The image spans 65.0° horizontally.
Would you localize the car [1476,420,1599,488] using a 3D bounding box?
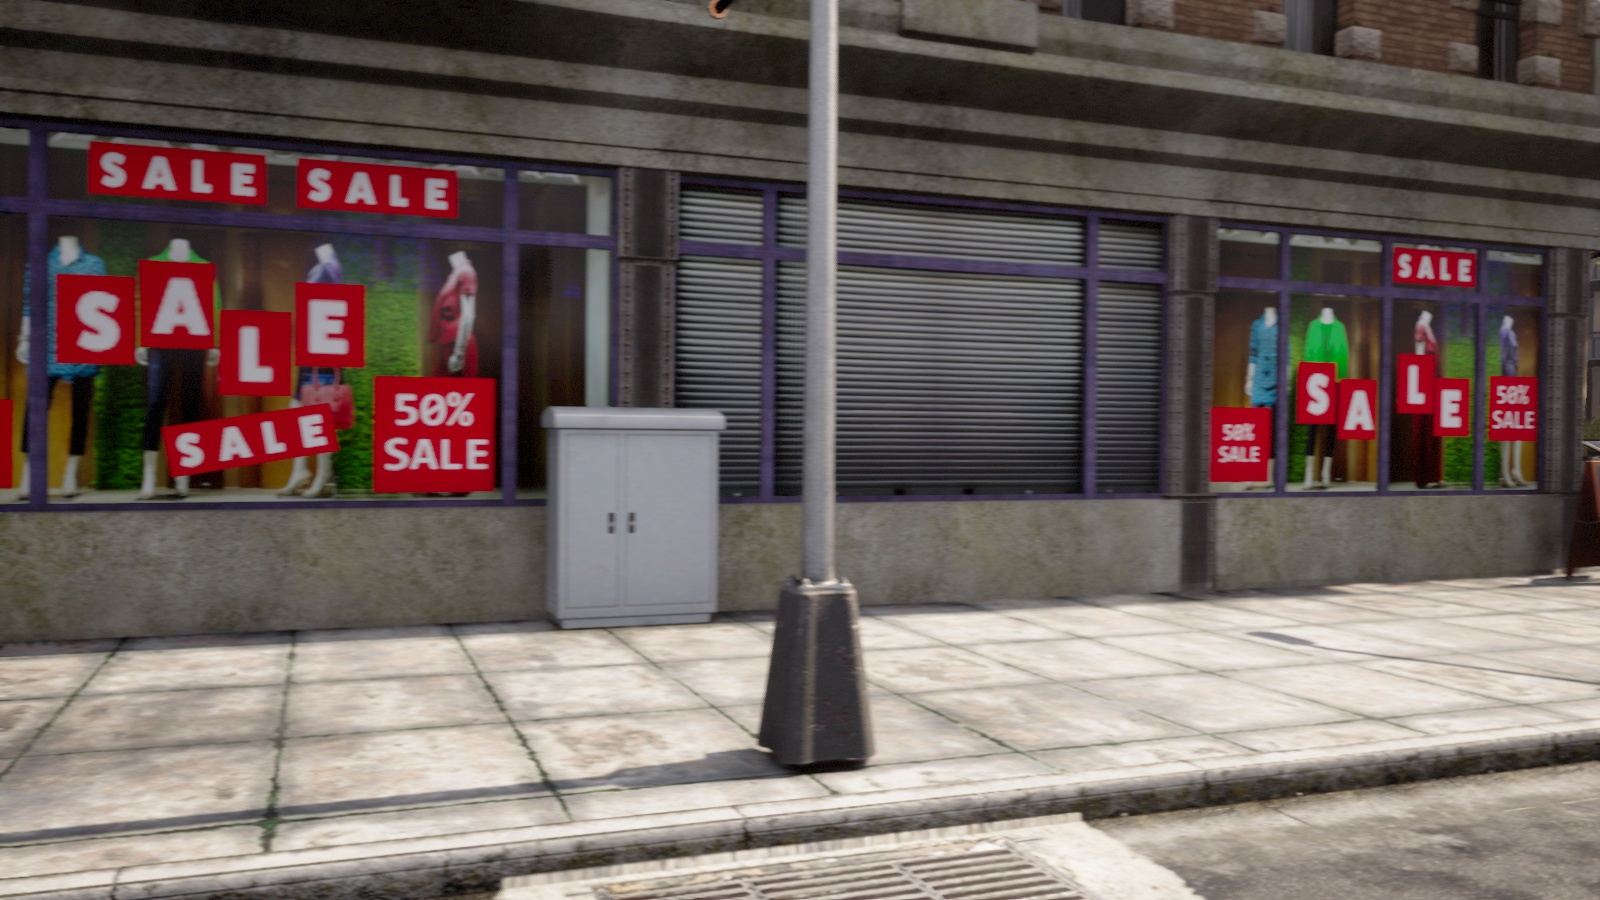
[{"bbox_3d":[18.577,0.064,29.514,2.007,1.525,4.514,-1,1,-21],"label":"car"}]
